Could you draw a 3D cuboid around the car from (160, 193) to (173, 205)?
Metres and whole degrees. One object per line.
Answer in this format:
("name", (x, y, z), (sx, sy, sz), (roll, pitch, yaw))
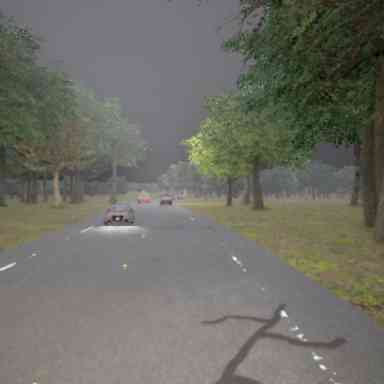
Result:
("car", (-4.813, 1.286, 63.198), (2.150, 2.045, 5.566), (0, 0, -2))

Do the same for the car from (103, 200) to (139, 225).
("car", (-4.989, 1.524, 23.351), (1.994, 1.385, 4.181), (0, 0, -6))

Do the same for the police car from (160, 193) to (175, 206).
("police car", (-4.182, 1.428, 53.423), (1.930, 1.638, 5.238), (0, 0, -5))

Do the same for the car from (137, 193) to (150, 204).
("car", (-9.429, 1.306, 65.309), (2.150, 2.045, 5.566), (0, 0, -2))

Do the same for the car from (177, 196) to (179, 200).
("car", (-5.497, 1.698, 88.091), (2.033, 1.411, 5.357), (0, 0, 4))
